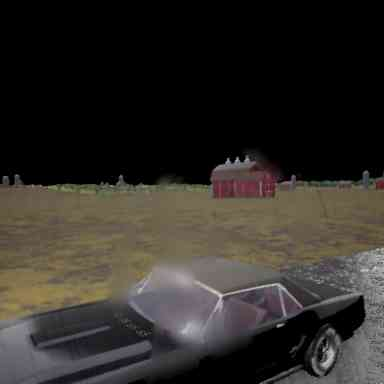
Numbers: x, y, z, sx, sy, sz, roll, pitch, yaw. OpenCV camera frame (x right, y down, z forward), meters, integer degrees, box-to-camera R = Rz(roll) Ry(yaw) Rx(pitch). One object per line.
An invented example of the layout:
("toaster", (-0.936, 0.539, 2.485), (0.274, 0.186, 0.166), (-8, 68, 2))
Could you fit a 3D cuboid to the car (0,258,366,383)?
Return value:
("car", (0.011, 1.605, 3.997), (4.718, 1.301, 1.895), (0, 0, -36))
